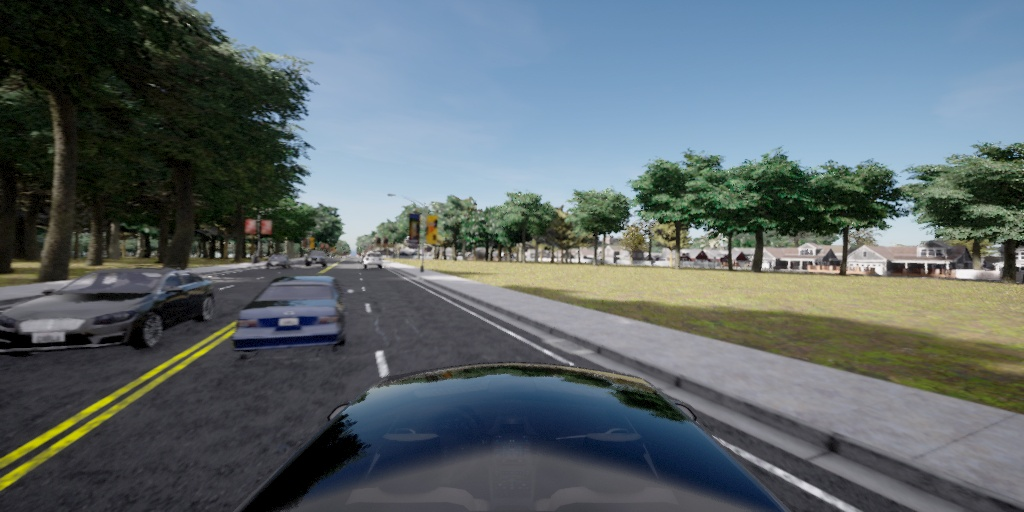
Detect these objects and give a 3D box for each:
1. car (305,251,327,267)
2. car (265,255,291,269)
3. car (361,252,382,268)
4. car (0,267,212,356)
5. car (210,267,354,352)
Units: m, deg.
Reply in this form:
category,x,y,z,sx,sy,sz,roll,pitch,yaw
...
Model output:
category,x,y,z,sx,sy,sz,roll,pitch,yaw
car,-25.004,0.365,45.921,2.150,2.045,5.566,1,0,-23
car,-25.972,0.597,39.989,2.128,1.511,4.902,1,0,-24
car,-18.501,0.533,47.694,2.150,2.045,5.566,1,0,-24
car,-8.429,1.023,8.016,2.128,1.511,4.902,1,0,-24
car,-4.906,1.170,8.566,2.033,1.411,5.357,1,0,-24
